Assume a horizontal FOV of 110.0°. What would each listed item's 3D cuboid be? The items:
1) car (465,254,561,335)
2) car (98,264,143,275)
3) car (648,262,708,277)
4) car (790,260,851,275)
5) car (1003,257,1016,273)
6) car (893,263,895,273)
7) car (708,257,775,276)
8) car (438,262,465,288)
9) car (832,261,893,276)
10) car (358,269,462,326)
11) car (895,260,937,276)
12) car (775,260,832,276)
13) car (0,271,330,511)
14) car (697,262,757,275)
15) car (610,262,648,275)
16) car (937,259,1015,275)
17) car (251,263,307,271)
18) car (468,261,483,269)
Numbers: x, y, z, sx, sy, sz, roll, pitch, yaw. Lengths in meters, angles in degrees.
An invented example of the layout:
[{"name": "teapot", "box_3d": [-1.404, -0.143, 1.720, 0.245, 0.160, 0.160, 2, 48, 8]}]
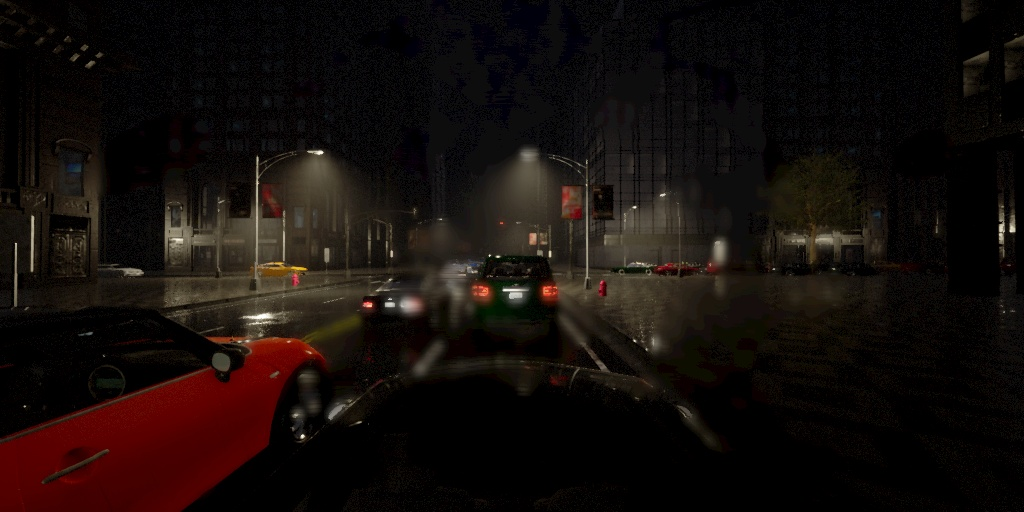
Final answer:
[{"name": "car", "box_3d": [0.114, 0.979, 10.641, 2.150, 2.045, 5.566, 0, 0, 0]}, {"name": "car", "box_3d": [-39.338, 1.529, 35.476, 4.674, 1.442, 1.812, 0, -1, 0]}, {"name": "car", "box_3d": [15.366, 1.327, 33.342, 4.207, 1.307, 1.802, 0, 0, -1]}, {"name": "car", "box_3d": [33.761, 1.250, 39.362, 4.902, 1.511, 2.128, 0, -1, -1]}, {"name": "car", "box_3d": [49.195, 0.972, 33.814, 5.009, 1.841, 2.192, 0, 0, -1]}, {"name": "car", "box_3d": [43.273, 1.295, 42.256, 4.829, 1.417, 1.751, 0, 0, -1]}, {"name": "car", "box_3d": [21.005, 1.041, 33.421, 5.009, 1.841, 2.192, 0, 0, -1]}, {"name": "car", "box_3d": [-3.123, 1.280, 21.462, 2.128, 1.511, 4.902, 0, 0, 0]}, {"name": "car", "box_3d": [32.280, 1.259, 33.578, 4.313, 1.339, 1.948, 0, 0, -1]}, {"name": "car", "box_3d": [-3.121, 1.307, 11.725, 2.033, 1.411, 5.357, 0, 0, 0]}, {"name": "car", "box_3d": [42.567, 1.179, 36.352, 5.008, 1.535, 1.882, 0, -1, 0]}, {"name": "car", "box_3d": [26.642, 1.275, 33.499, 4.313, 1.339, 1.948, 0, 0, -1]}, {"name": "car", "box_3d": [-3.146, 1.102, 2.313, 2.097, 1.767, 4.553, 0, 0, 0]}, {"name": "car", "box_3d": [23.460, 1.335, 39.235, 5.357, 1.411, 2.033, 0, -1, -1]}, {"name": "car", "box_3d": [13.210, 1.422, 39.088, 4.718, 1.301, 1.895, 0, -1, 0]}, {"name": "car", "box_3d": [43.556, 1.213, 33.735, 4.507, 1.381, 1.888, 0, 0, -1]}, {"name": "car", "box_3d": [-22.914, 1.406, 35.435, 5.008, 1.535, 1.882, 0, -1, 0]}, {"name": "car", "box_3d": [-6.458, 1.599, 64.043, 2.033, 1.411, 5.357, 0, 0, 1]}]
